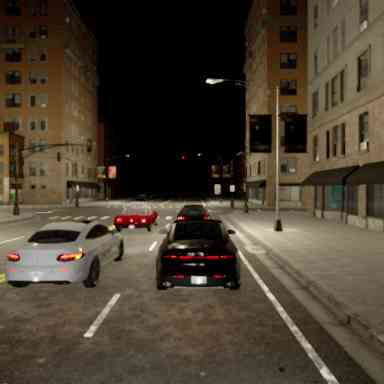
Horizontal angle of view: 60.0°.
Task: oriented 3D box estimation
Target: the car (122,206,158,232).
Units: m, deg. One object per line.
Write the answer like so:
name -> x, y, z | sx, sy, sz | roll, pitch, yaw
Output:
car -> -3.053, 1.473, 19.127 | 1.895, 1.301, 4.718 | 0, 0, 0

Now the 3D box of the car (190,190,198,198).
car -> 0.471, 0.471, 90.557 | 2.150, 2.045, 5.566 | 0, 0, 0

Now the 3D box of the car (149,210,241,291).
car -> 0.145, 1.444, 8.839 | 1.837, 1.490, 4.892 | 0, 0, 0

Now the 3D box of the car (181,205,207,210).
car -> 0.093, 1.404, 18.133 | 1.812, 1.442, 4.674 | 0, 0, 0

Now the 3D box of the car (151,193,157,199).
car -> -9.341, 1.000, 78.505 | 2.033, 1.411, 5.357 | 0, 0, 0

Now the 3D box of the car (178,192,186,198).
car -> -2.779, 0.799, 90.546 | 1.994, 1.385, 4.181 | 0, 0, 0

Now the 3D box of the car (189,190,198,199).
car -> 0.417, 0.948, 80.111 | 1.837, 1.490, 4.892 | 0, 0, 0

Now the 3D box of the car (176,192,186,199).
car -> -2.831, 0.969, 80.544 | 1.812, 1.442, 4.674 | 0, 0, 0

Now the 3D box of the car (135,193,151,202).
car -> -9.463, 1.173, 62.942 | 1.895, 1.301, 4.718 | 0, 0, 1

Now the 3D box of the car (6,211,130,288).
car -> -3.110, 1.466, 8.946 | 1.812, 1.442, 4.674 | 0, 0, 0
